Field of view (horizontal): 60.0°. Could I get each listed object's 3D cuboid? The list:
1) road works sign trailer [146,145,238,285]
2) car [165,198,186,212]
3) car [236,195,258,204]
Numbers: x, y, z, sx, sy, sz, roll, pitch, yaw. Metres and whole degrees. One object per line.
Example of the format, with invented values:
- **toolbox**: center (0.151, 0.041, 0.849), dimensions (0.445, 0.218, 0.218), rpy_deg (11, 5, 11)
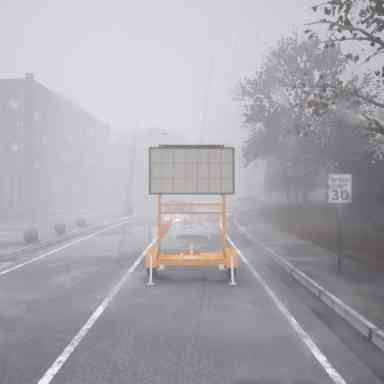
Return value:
- **road works sign trailer**: center (-0.011, 0.467, 9.484), dimensions (2.380, 3.560, 2.880), rpy_deg (0, 0, 0)
- **car**: center (-1.852, 1.496, 38.064), dimensions (2.128, 1.511, 4.902), rpy_deg (0, 0, 7)
- **car**: center (10.033, 1.314, 60.401), dimensions (4.674, 1.442, 1.812), rpy_deg (-1, 0, -40)
